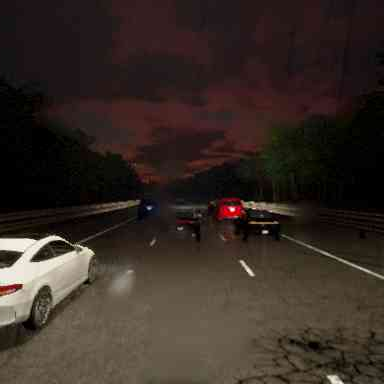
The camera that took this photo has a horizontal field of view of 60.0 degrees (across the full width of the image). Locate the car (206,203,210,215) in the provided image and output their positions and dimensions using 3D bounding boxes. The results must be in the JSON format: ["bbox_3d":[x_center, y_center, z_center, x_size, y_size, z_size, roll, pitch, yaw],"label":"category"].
[{"bbox_3d":[2.796,1.909,39.985,2.128,1.511,4.902,0,-1,-2],"label":"car"}]

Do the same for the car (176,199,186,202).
[{"bbox_3d":[-2.250,2.325,72.398,2.033,1.411,5.357,0,-1,-4],"label":"car"}]

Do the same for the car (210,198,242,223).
[{"bbox_3d":[3.122,1.521,28.943,2.150,2.045,5.566,0,-1,-1],"label":"car"}]

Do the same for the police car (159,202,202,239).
[{"bbox_3d":[-0.485,1.617,18.570,1.930,1.638,5.238,0,0,1],"label":"police car"}]

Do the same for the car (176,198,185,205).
[{"bbox_3d":[-2.890,2.376,82.265,1.882,1.535,5.008,0,-1,-4],"label":"car"}]

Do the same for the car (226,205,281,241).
[{"bbox_3d":[3.350,1.675,17.833,2.128,1.511,4.902,0,-1,-1],"label":"car"}]

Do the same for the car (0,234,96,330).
[{"bbox_3d":[-3.418,1.597,6.887,1.812,1.442,4.674,0,-1,0],"label":"car"}]

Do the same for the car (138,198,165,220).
[{"bbox_3d":[-3.821,1.554,31.730,2.150,2.045,5.566,0,-1,-2],"label":"car"}]
